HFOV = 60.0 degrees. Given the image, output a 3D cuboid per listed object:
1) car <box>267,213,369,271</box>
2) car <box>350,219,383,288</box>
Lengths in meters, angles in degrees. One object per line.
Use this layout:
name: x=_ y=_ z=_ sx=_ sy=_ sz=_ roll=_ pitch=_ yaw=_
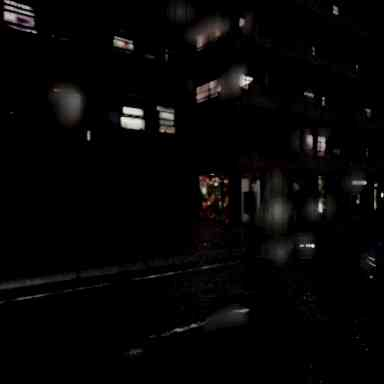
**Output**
car: x=4.535 y=1.468 z=10.917 sx=4.902 sy=1.511 sz=2.128 roll=0 pitch=0 yaw=-36
car: x=6.158 y=1.455 z=8.082 sx=5.008 sy=1.535 sz=1.882 roll=0 pitch=0 yaw=-36
